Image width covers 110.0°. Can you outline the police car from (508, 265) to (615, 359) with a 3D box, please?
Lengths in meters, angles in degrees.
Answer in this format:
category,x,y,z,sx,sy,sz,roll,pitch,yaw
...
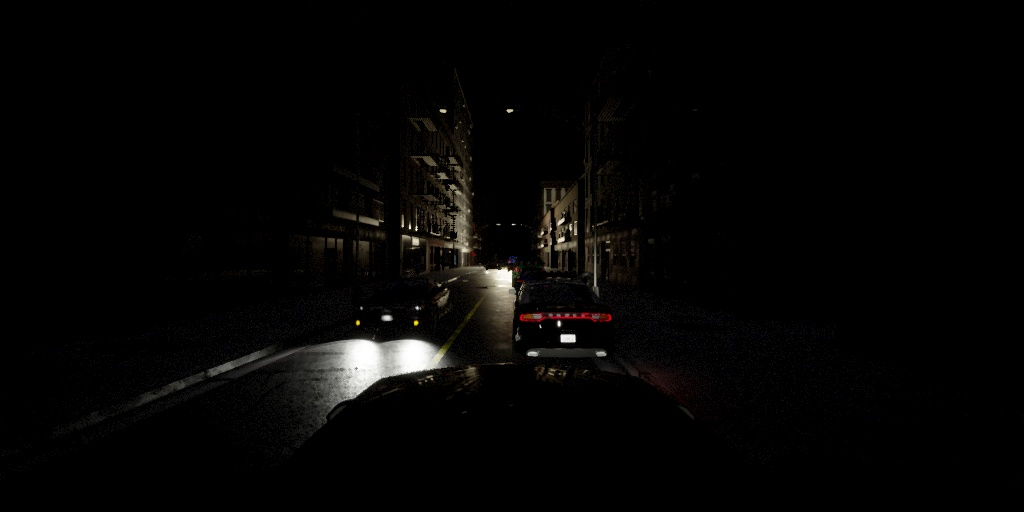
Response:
category,x,y,z,sx,sy,sz,roll,pitch,yaw
police car,0.957,1.177,8.584,1.930,1.638,5.238,0,0,0

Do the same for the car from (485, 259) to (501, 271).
category,x,y,z,sx,sy,sz,roll,pitch,yaw
car,-2.641,1.202,50.780,2.097,1.767,4.553,0,0,0

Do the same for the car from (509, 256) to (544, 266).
category,x,y,z,sx,sy,sz,roll,pitch,yaw
car,1.072,0.994,24.506,2.150,2.045,5.566,0,0,0

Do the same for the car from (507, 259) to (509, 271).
category,x,y,z,sx,sy,sz,roll,pitch,yaw
car,0.360,1.437,47.071,1.895,1.301,4.718,0,0,1

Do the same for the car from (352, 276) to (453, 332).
category,x,y,z,sx,sy,sz,roll,pitch,yaw
car,-3.029,1.316,10.699,1.994,1.385,4.181,0,0,0

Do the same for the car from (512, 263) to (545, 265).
category,x,y,z,sx,sy,sz,roll,pitch,yaw
car,1.028,1.286,18.475,1.812,1.442,4.674,0,0,0
